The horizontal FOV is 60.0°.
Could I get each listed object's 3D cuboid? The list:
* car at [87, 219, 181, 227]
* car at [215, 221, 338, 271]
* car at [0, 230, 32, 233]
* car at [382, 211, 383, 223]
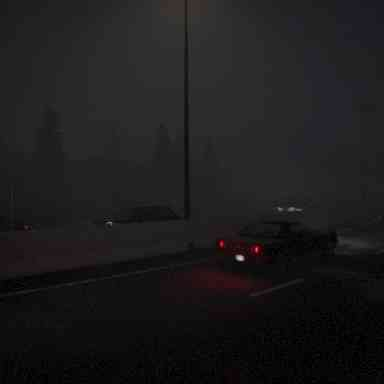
[{"bbox_3d":[-2.645,1.404,15.750,4.553,1.767,2.097,0,0,-42],"label":"car"},{"bbox_3d":[3.037,1.616,11.131,4.718,1.301,1.895,0,0,-42],"label":"car"},{"bbox_3d":[-9.872,1.628,14.198,5.357,1.411,2.033,0,0,-37],"label":"car"},{"bbox_3d":[15.436,1.556,24.633,1.994,1.385,4.181,0,0,38],"label":"car"}]
